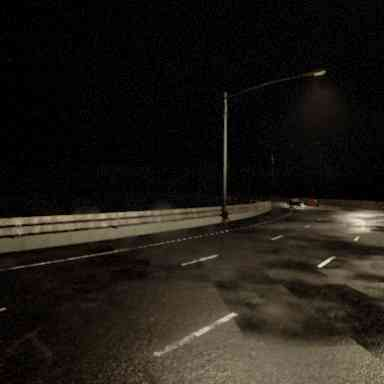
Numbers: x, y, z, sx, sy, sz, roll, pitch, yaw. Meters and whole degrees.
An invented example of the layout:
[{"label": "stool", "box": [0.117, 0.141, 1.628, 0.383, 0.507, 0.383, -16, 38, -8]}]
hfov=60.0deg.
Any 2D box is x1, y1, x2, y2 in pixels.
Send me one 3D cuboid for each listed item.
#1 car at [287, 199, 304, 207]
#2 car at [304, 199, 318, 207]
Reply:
[{"label": "car", "box": [19.161, 1.987, 62.703, 2.128, 1.511, 4.902, 0, 0, 8]}, {"label": "car", "box": [22.844, 2.098, 64.162, 1.994, 1.385, 4.181, 1, 0, 7]}]
